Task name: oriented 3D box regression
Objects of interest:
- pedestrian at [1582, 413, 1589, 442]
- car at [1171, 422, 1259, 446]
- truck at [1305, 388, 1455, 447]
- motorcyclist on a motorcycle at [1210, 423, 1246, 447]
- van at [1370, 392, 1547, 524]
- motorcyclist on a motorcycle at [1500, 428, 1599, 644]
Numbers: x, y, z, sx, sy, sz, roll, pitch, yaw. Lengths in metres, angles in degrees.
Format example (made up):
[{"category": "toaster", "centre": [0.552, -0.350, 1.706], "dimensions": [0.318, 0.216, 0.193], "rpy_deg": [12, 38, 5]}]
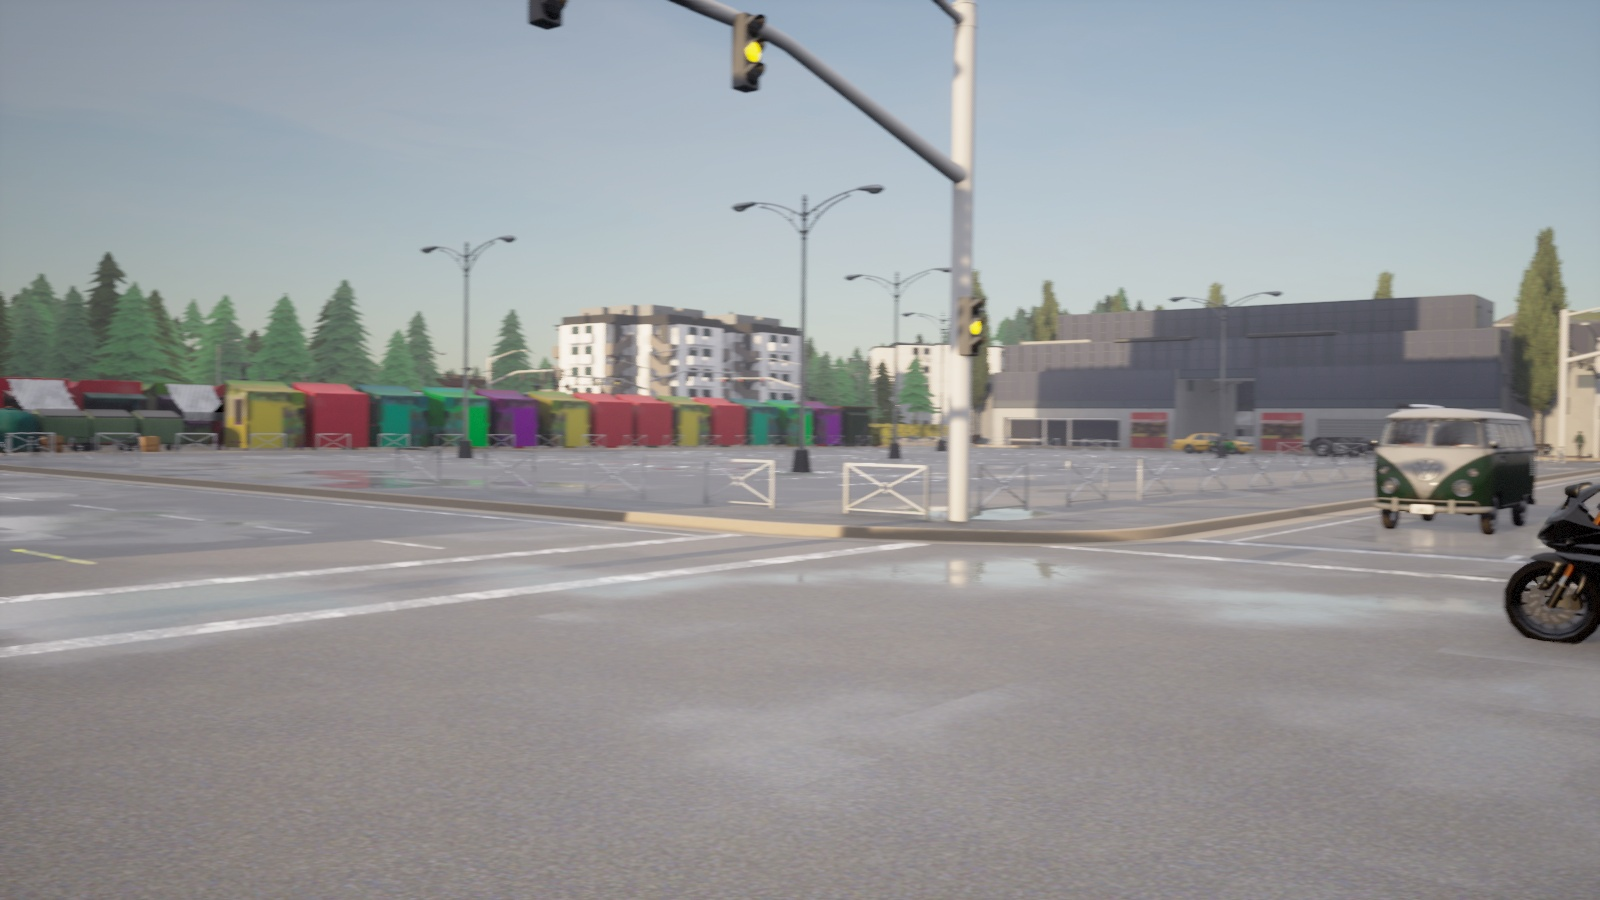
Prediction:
[{"category": "pedestrian", "centre": [49.312, -1.412, 78.863], "dimensions": [0.353, 1.847, 0.614], "rpy_deg": [0, 1, 33]}, {"category": "car", "centre": [27.934, -1.085, 84.575], "dimensions": [5.366, 1.575, 1.801], "rpy_deg": [0, 1, 41]}, {"category": "truck", "centre": [35.790, -1.953, 77.736], "dimensions": [7.936, 3.462, 2.891], "rpy_deg": [0, 1, 41]}, {"category": "motorcyclist on a motorcycle", "centre": [27.388, -0.959, 80.412], "dimensions": [2.044, 1.523, 0.797], "rpy_deg": [1, 1, 41]}, {"category": "van", "centre": [11.181, 0.075, 21.159], "dimensions": [1.775, 1.987, 4.442], "rpy_deg": [0, 1, 39]}, {"category": "motorcyclist on a motorcycle", "centre": [6.306, 0.605, 8.942], "dimensions": [2.191, 1.530, 0.866], "rpy_deg": [0, 1, 38]}]
